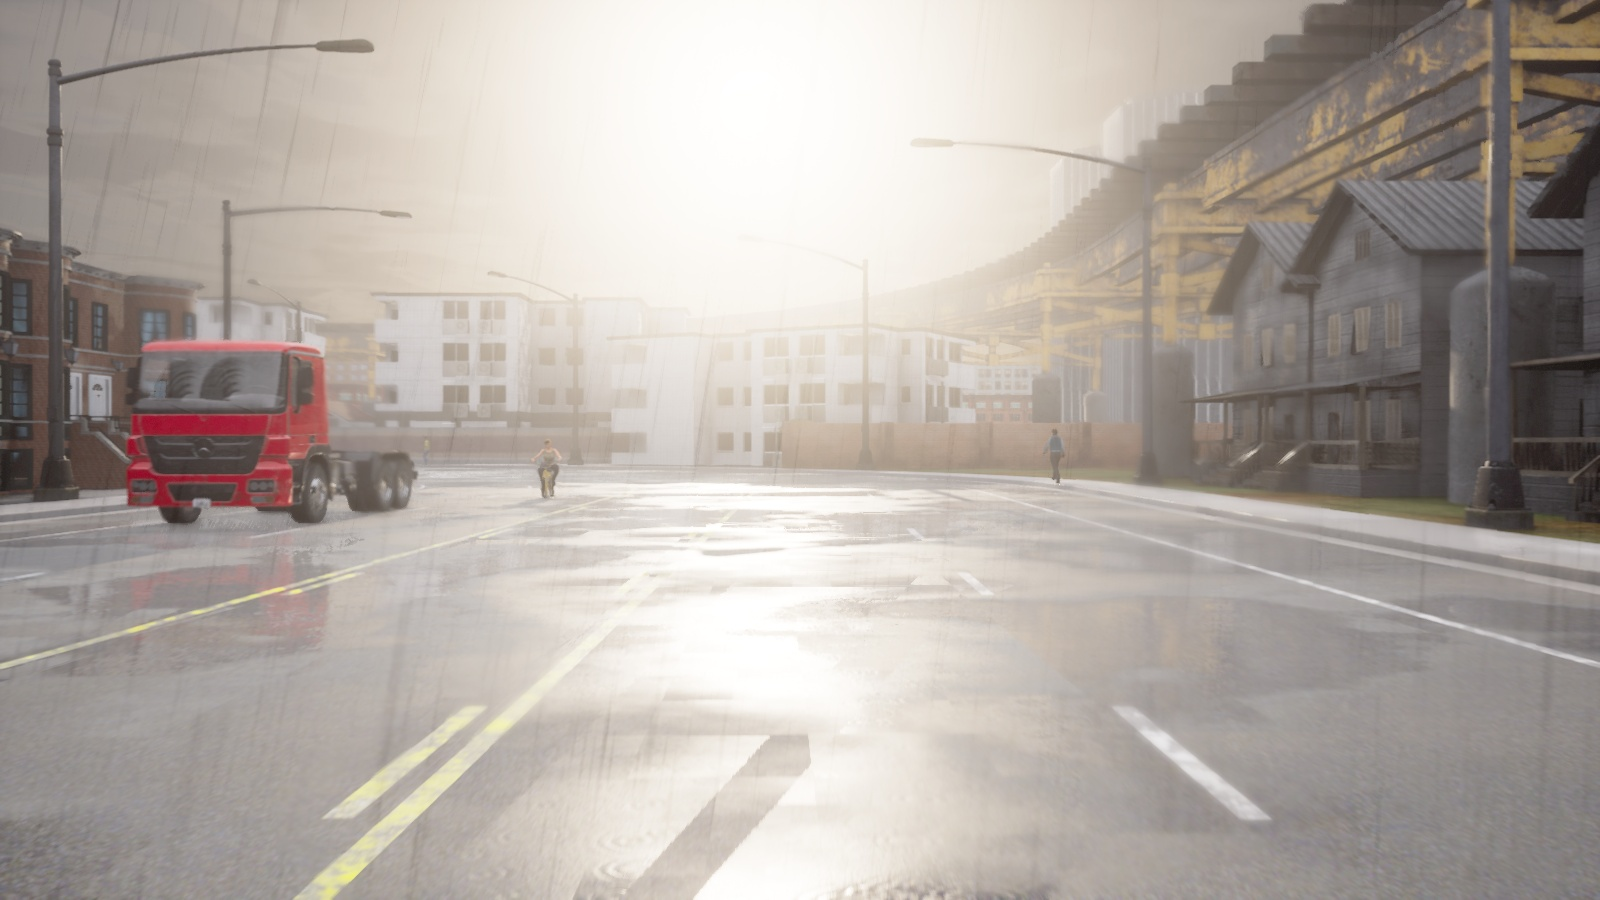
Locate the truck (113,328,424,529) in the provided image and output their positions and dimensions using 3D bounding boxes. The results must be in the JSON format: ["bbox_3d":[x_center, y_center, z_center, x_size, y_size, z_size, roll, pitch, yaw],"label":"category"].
[{"bbox_3d":[-10.328,-0.388,25.562,2.891,3.462,7.936,0,0,1],"label":"truck"}]

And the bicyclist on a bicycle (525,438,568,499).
[{"bbox_3d":[-6.822,0.487,33.817,0.866,1.612,1.509,0,0,0],"label":"bicyclist on a bicycle"}]

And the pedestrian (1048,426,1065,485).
[{"bbox_3d":[8.399,0.176,41.174,0.396,1.930,0.692,0,0,-3],"label":"pedestrian"}]
